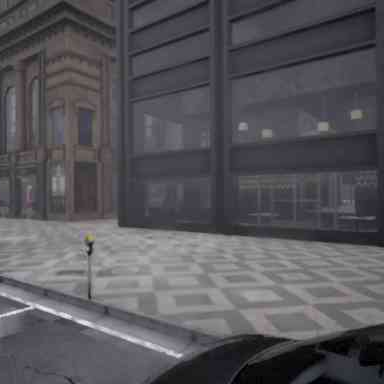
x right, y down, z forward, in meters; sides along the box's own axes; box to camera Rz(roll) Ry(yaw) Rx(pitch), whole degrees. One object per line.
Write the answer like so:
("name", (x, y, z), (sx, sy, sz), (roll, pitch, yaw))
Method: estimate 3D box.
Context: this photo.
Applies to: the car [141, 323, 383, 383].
("car", (1.459, 1.564, 1.924), (4.313, 1.339, 1.947), (-1, 0, 36))
